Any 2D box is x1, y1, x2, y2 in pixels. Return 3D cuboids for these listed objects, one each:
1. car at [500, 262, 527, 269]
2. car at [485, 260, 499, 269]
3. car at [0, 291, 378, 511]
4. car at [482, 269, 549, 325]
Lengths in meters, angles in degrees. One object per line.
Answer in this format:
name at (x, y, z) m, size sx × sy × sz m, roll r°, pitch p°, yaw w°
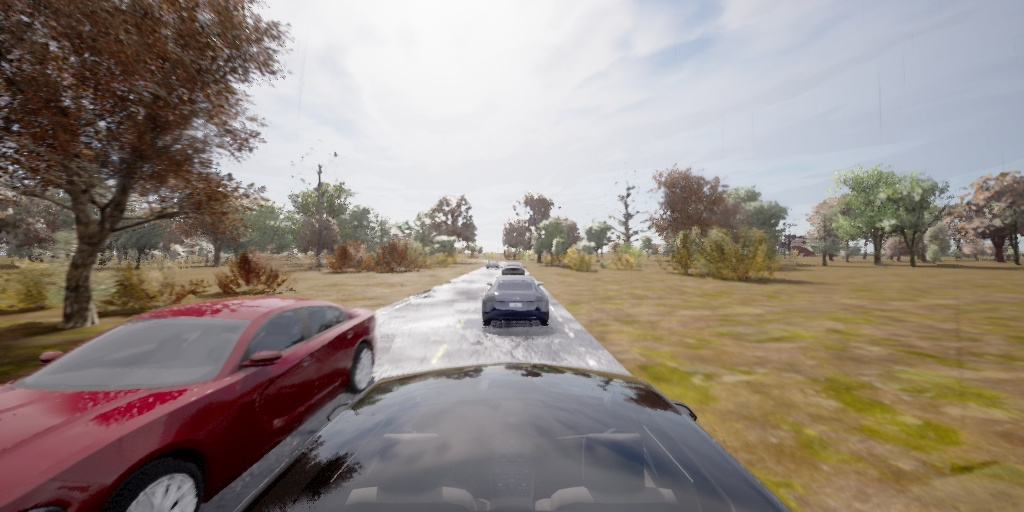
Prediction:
car at (0.104, 1.253, 29.424) m, size 1.837 × 1.490 × 4.892 m, roll 0°, pitch 0°, yaw 0°
car at (-3.010, 1.333, 55.265) m, size 1.895 × 1.301 × 4.718 m, roll 0°, pitch 0°, yaw 0°
car at (-3.099, 1.228, 3.810) m, size 1.882 × 1.535 × 5.008 m, roll 0°, pitch 0°, yaw 0°
car at (0.102, 1.315, 11.853) m, size 1.994 × 1.385 × 4.181 m, roll 0°, pitch 0°, yaw 0°
